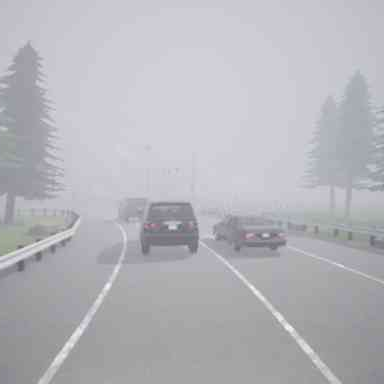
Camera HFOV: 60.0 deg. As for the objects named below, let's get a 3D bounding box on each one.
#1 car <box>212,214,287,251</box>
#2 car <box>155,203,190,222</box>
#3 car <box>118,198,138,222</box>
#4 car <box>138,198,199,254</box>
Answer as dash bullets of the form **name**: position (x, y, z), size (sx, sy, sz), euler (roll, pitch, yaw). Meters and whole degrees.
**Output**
- **car**: position (2.339, 1.685, 14.878), size (2.033, 1.411, 5.357), euler (0, -1, -10)
- **car**: position (-1.894, 1.797, 30.594), size (1.837, 1.490, 4.892), euler (0, 0, -20)
- **car**: position (-5.075, 1.496, 29.117), size (2.150, 2.045, 5.566), euler (0, 0, -20)
- **car**: position (-1.120, 1.353, 14.340), size (2.150, 2.045, 5.566), euler (0, 0, -10)
